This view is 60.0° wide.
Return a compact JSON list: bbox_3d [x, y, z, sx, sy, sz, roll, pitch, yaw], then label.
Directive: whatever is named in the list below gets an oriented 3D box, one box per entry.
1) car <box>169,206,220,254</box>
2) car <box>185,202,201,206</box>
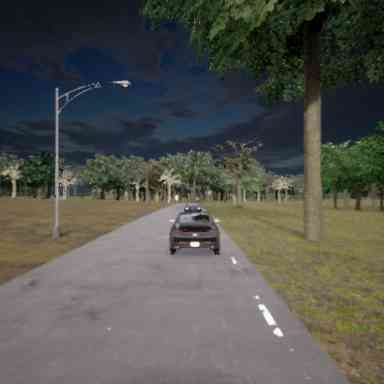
[{"bbox_3d":[0.100,1.533,13.702,1.837,1.490,4.892,0,0,0],"label":"car"},{"bbox_3d":[0.101,1.768,36.389,1.895,1.301,4.718,0,-1,0],"label":"car"}]
